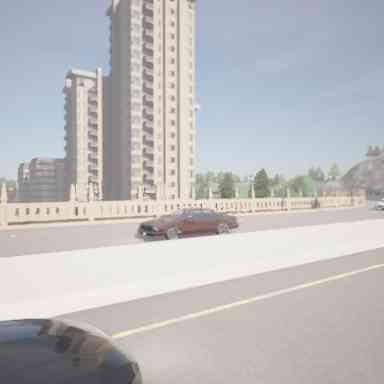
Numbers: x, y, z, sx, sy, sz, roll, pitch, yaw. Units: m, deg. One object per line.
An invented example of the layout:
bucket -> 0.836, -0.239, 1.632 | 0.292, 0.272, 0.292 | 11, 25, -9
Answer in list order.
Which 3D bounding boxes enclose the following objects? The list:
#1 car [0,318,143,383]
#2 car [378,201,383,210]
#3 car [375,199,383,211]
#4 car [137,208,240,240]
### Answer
car -> -2.612, 1.507, 1.883 | 4.892, 1.490, 1.837 | 0, 0, -36
car -> 15.508, 1.534, 23.791 | 4.181, 1.385, 1.994 | 0, 0, -37
car -> 23.552, 1.517, 40.058 | 1.812, 1.442, 4.674 | 0, 0, 44
car -> -0.018, 1.532, 16.877 | 5.357, 1.411, 2.033 | 0, 0, -36
